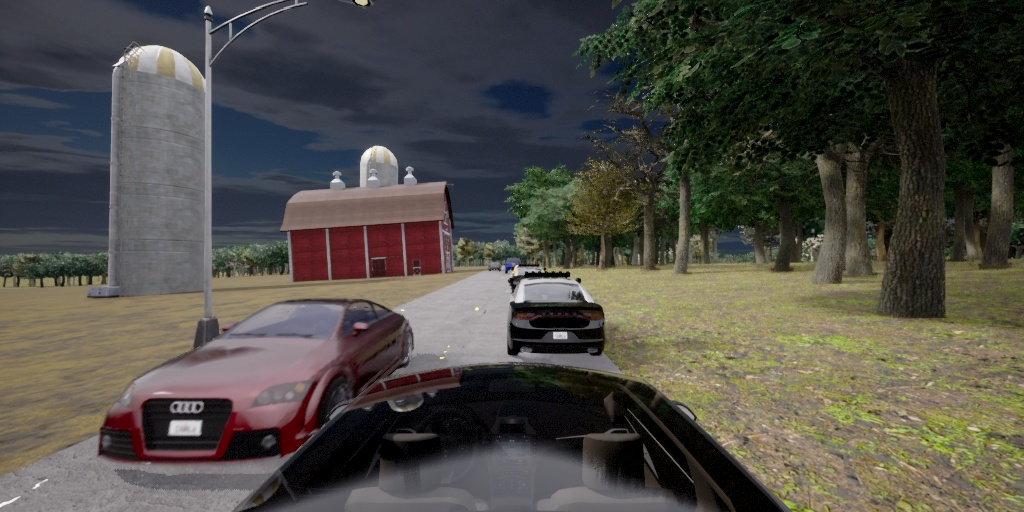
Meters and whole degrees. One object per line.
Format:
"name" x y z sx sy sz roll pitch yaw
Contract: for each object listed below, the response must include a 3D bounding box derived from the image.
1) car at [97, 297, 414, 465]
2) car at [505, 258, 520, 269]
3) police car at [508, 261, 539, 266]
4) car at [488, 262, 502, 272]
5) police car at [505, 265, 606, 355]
"car" -2.839 1.316 5.116 1.994 1.385 4.181 0 0 0
"car" 0.207 1.265 47.309 2.150 2.045 5.566 0 0 0
"police car" 0.888 1.231 18.832 1.930 1.638 5.238 0 0 0
"car" -2.556 1.609 53.934 1.837 1.490 4.892 0 -1 0
"police car" 0.851 1.187 8.828 1.930 1.638 5.238 0 0 0
